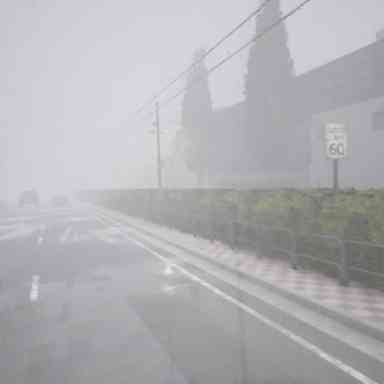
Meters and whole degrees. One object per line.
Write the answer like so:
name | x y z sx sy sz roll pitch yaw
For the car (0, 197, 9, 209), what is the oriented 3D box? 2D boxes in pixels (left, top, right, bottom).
car | -23.647 1.316 40.484 1.994 1.385 4.181 -2 1 -24

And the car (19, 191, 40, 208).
car | -20.495 0.849 41.984 2.150 2.045 5.566 -2 2 -24

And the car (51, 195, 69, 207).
car | -16.925 1.074 42.573 1.994 1.385 4.181 -2 2 -24
